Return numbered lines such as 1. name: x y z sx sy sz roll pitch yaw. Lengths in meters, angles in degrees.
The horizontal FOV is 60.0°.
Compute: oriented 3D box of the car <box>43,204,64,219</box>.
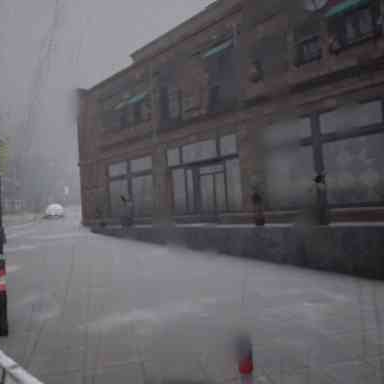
1. car: -15.444 2.105 37.063 1.812 1.442 4.674 -2 0 -22
